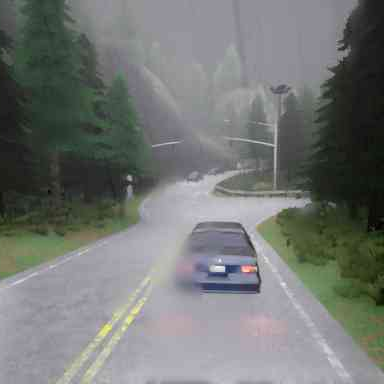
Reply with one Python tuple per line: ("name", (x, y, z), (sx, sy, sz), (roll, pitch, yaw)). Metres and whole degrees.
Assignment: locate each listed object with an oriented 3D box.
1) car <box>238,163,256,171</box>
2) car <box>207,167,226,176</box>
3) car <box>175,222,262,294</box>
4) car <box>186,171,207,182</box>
("car", (11.836, -5.473, 70.998), (4.892, 1.490, 1.837), (-9, 9, -36))
("car", (4.602, -4.043, 63.619), (2.128, 1.511, 4.902), (4, 10, 36))
("car", (0.721, 1.498, 8.849), (2.033, 1.411, 5.357), (0, 0, 5))
("car", (0.535, -2.563, 55.074), (1.837, 1.490, 4.892), (2, 10, 19))
